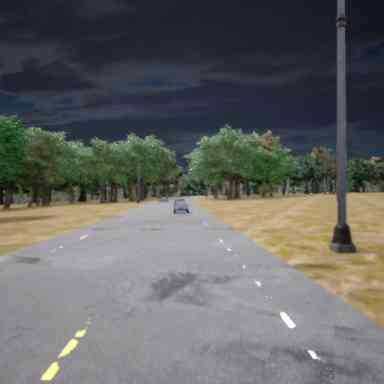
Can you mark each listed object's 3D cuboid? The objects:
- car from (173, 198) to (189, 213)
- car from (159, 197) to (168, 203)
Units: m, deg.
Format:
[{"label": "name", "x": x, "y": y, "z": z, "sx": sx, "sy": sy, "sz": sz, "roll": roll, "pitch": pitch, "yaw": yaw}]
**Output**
[{"label": "car", "x": -1.340, "y": 1.781, "z": 41.008, "sx": 2.033, "sy": 1.411, "sz": 5.357, "roll": 0, "pitch": 0, "yaw": -2}, {"label": "car", "x": -6.501, "y": 1.779, "z": 76.746, "sx": 1.994, "sy": 1.385, "sz": 4.181, "roll": 0, "pitch": 0, "yaw": -2}]
